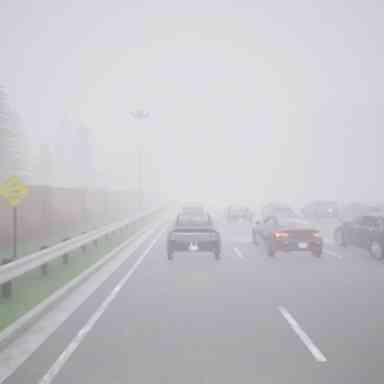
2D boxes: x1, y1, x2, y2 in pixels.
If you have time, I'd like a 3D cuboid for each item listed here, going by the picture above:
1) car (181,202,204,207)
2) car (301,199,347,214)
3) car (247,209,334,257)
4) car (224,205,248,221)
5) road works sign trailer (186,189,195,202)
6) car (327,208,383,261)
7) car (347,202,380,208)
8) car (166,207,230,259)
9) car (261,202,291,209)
[{"bbox_3d":[0.071,1.579,29.334,1.882,1.535,5.008,0,0,0],"label":"car"},{"bbox_3d":[10.562,1.447,27.494,2.097,1.767,4.553,0,0,0],"label":"car"},{"bbox_3d":[3.569,1.572,13.009,1.812,1.442,4.674,0,-1,0],"label":"car"},{"bbox_3d":[3.557,1.693,26.352,1.895,1.301,4.718,0,0,0],"label":"car"},{"bbox_3d":[-0.331,0.773,89.467,2.380,3.560,2.880,0,0,0],"label":"road works sign trailer"},{"bbox_3d":[7.066,1.549,12.476,1.837,1.490,4.892,0,0,0],"label":"car"},{"bbox_3d":[14.066,1.604,27.885,1.837,1.490,4.892,0,0,0],"label":"car"},{"bbox_3d":[0.066,1.537,12.778,2.128,1.511,4.902,0,0,0],"label":"car"},{"bbox_3d":[7.066,1.604,27.881,1.837,1.490,4.892,0,0,0],"label":"car"}]
